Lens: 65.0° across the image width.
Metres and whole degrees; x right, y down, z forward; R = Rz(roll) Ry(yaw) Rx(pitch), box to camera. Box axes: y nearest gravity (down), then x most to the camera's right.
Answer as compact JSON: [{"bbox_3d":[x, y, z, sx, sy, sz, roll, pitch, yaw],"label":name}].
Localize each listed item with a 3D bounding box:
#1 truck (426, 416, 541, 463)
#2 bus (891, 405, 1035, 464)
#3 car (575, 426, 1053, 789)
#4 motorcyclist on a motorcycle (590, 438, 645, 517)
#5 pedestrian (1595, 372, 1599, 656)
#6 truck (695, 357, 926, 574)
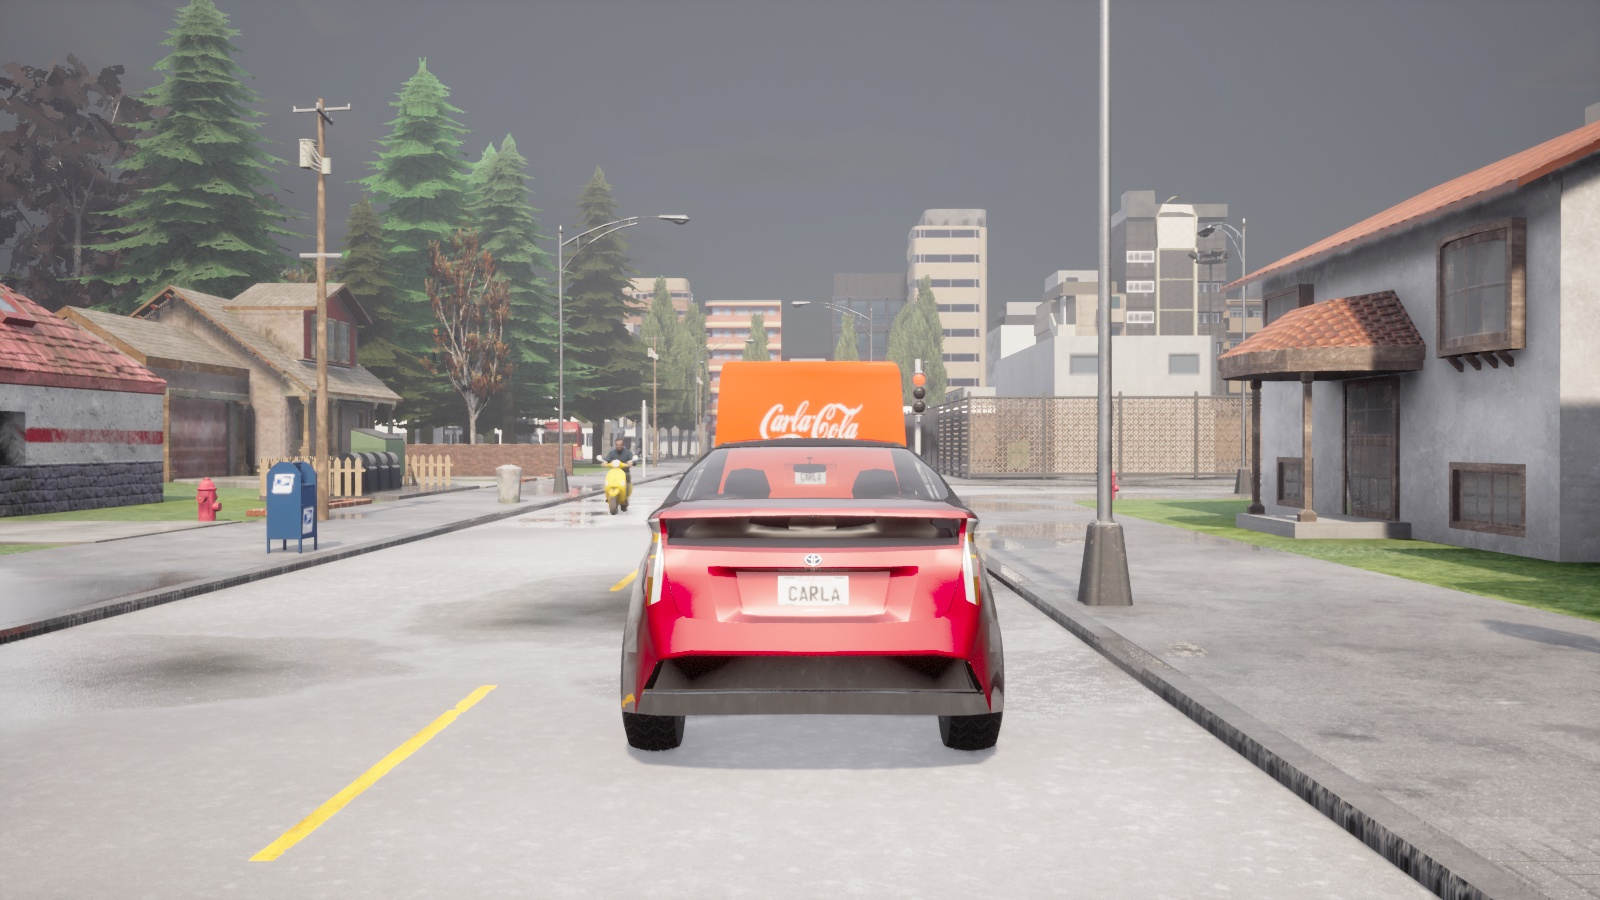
[{"bbox_3d":[-23.756,-0.788,94.488,7.936,3.462,2.891,0,0,2],"label":"truck"},{"bbox_3d":[12.150,-1.153,94.454,10.273,4.253,3.944,0,0,-1],"label":"bus"},{"bbox_3d":[0.061,0.651,7.533,2.007,1.525,4.514,0,0,0],"label":"car"},{"bbox_3d":[-3.813,0.548,26.382,0.866,1.590,1.817,0,0,1],"label":"motorcyclist on a motorcycle"},{"bbox_3d":[5.382,0.416,7.894,0.345,1.836,0.594,0,0,-6],"label":"pedestrian"},{"bbox_3d":[0.118,0.164,16.898,2.627,2.467,5.204,0,0,0],"label":"truck"}]
